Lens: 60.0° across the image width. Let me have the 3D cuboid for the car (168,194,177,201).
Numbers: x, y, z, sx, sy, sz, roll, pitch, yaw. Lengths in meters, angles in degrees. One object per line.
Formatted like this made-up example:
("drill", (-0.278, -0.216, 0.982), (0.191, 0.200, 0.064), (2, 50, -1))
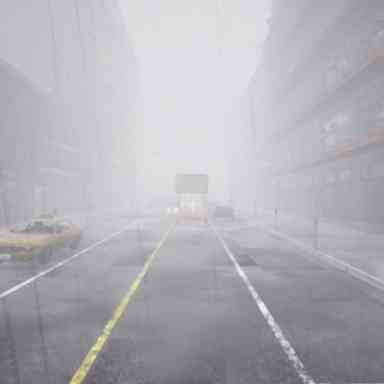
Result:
("car", (-5.274, 1.535, 89.455), (2.192, 1.841, 5.009), (1, 0, 0))

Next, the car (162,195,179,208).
("car", (-2.822, 1.565, 50.161), (2.128, 1.511, 4.902), (0, 0, 0))

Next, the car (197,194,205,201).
("car", (2.572, 1.561, 94.925), (2.192, 1.841, 5.009), (1, 0, 0))

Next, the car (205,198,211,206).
("car", (2.592, 1.560, 34.257), (1.752, 1.417, 4.829), (1, 0, 0))

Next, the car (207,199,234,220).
("car", (2.590, 1.570, 28.555), (1.887, 1.381, 4.507), (1, 0, 0))

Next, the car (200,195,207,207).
("car", (2.594, 1.620, 50.677), (1.887, 1.381, 4.507), (1, 0, 0))

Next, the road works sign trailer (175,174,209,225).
("road works sign trailer", (-0.008, 0.482, 24.227), (2.380, 3.560, 2.880), (0, 0, 0))

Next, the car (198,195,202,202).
("car", (2.594, 1.641, 56.209), (2.008, 1.369, 4.403), (1, 0, 0))

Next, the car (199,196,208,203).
("car", (2.599, 1.715, 78.331), (1.887, 1.381, 4.507), (1, 0, 0))

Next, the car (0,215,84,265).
("car", (-5.291, 1.530, 11.865), (1.752, 1.417, 4.829), (2, 0, 0))

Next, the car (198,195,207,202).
("car", (2.609, 1.635, 83.863), (1.967, 1.590, 4.097), (1, 0, 0))

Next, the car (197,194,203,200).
("car", (2.598, 1.692, 72.801), (1.887, 1.381, 4.507), (1, 0, 0))

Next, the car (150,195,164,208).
("car", (-5.286, 1.600, 50.572), (1.752, 1.417, 4.829), (2, 0, 0))

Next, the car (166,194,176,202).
("car", (-5.275, 1.510, 83.925), (2.192, 1.841, 5.009), (1, 0, 0))
